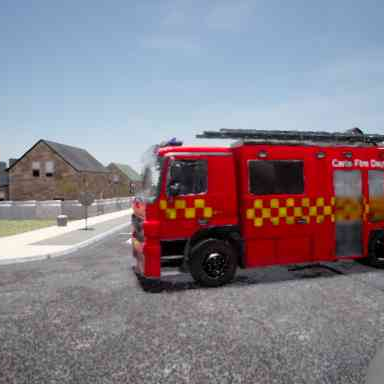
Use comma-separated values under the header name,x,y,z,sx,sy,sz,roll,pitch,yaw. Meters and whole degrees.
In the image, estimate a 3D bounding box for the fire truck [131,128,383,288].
name,x,y,z,sx,sy,sz,roll,pitch,yaw
fire truck,2.590,0.260,9.801,8.468,3.827,2.891,-1,1,-17
